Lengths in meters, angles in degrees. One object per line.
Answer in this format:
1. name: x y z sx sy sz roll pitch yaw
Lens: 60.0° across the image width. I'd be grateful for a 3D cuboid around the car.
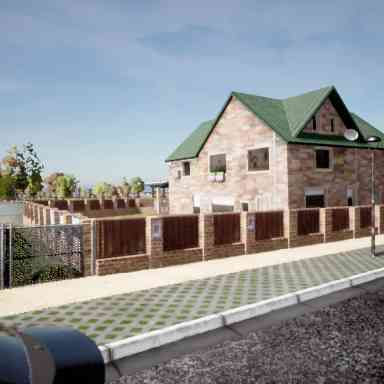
1. car: -2.676 1.506 1.162 4.892 1.490 1.837 0 0 -35
